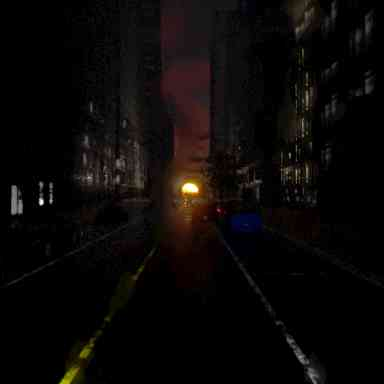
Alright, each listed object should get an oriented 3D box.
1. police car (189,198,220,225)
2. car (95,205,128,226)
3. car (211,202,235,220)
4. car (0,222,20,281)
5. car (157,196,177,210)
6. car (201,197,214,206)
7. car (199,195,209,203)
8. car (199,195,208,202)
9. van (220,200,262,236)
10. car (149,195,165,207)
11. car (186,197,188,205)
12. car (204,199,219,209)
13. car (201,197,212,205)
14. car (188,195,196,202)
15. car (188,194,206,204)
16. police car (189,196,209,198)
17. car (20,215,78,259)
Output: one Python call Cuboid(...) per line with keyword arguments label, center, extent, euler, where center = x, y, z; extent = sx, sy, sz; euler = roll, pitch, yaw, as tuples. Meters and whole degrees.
Cuboid(label="police car", center=(0.901, 1.478, 24.437), extent=(1.930, 1.638, 5.238), euler=(0, 0, 0))
Cuboid(label="car", center=(-5.690, 1.634, 24.003), extent=(1.802, 1.307, 4.206), euler=(0, 0, 0))
Cuboid(label="car", center=(2.692, 1.645, 29.692), extent=(1.802, 1.307, 4.206), euler=(0, 0, 0))
Cuboid(label="car", center=(-5.691, 1.457, 6.927), extent=(1.967, 1.590, 4.097), euler=(0, 0, 0))
Cuboid(label="car", center=(-3.085, 1.658, 44.461), extent=(1.994, 1.385, 4.181), euler=(0, 0, 0))
Cuboid(label="car", center=(2.693, 1.667, 58.155), extent=(2.008, 1.369, 4.403), euler=(0, 0, 0))
Cuboid(label="car", center=(2.694, 1.568, 75.232), extent=(1.967, 1.590, 4.097), euler=(0, 0, 0))
Cuboid(label="car", center=(2.694, 1.571, 80.924), extent=(1.967, 1.590, 4.097), euler=(0, 0, 0))
Cuboid(label="van", center=(2.691, 1.381, 18.309), extent=(1.690, 1.788, 3.998), euler=(0, 0, 0))
Cuboid(label="car", center=(-5.688, 1.659, 52.466), extent=(2.008, 1.369, 4.403), euler=(0, 0, 0))
Cuboid(label="car", center=(0.003, 1.645, 60.902), extent=(1.812, 1.442, 4.674), euler=(0, 0, 0))
Cuboid(label="car", center=(2.692, 1.680, 46.770), extent=(1.802, 1.307, 4.206), euler=(0, 0, 0))
Cuboid(label="car", center=(2.693, 1.673, 63.847), extent=(2.008, 1.369, 4.403), euler=(0, 0, 0))
Cuboid(label="car", center=(0.003, 1.514, 75.902), extent=(1.837, 1.490, 4.892), euler=(0, 0, 0))
Cuboid(label="car", center=(0.902, 1.310, 40.358), extent=(2.150, 2.045, 5.566), euler=(0, 0, 0))
Cuboid(label="police car", center=(0.901, 1.498, 34.437), extent=(1.930, 1.638, 5.238), euler=(0, 0, 0))
Cuboid(label="car", center=(-5.690, 1.579, 12.619), extent=(2.008, 1.369, 4.403), euler=(0, 0, 0))
